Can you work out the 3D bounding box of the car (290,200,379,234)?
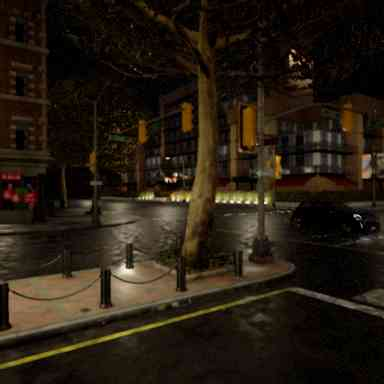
[{"bbox_3d":[7.855,1.260,18.642,2.097,1.767,4.553,0,0,-36],"label":"car"}]
